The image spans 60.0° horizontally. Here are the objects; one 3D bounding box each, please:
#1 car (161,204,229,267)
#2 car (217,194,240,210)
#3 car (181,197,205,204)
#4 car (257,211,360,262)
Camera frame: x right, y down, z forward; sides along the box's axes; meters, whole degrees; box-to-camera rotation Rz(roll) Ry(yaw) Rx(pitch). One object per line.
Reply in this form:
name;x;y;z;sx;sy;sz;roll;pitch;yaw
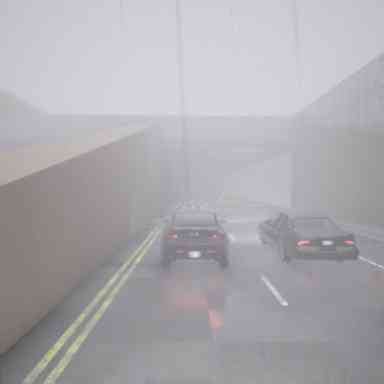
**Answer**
car;0.081;1.309;10.595;1.837;1.490;4.892;0;-1;0
car;3.596;0.891;32.911;1.882;1.535;5.008;0;1;0
car;0.086;1.079;26.285;2.033;1.411;5.357;0;1;0
car;3.586;1.345;11.282;2.033;1.411;5.357;0;1;0
